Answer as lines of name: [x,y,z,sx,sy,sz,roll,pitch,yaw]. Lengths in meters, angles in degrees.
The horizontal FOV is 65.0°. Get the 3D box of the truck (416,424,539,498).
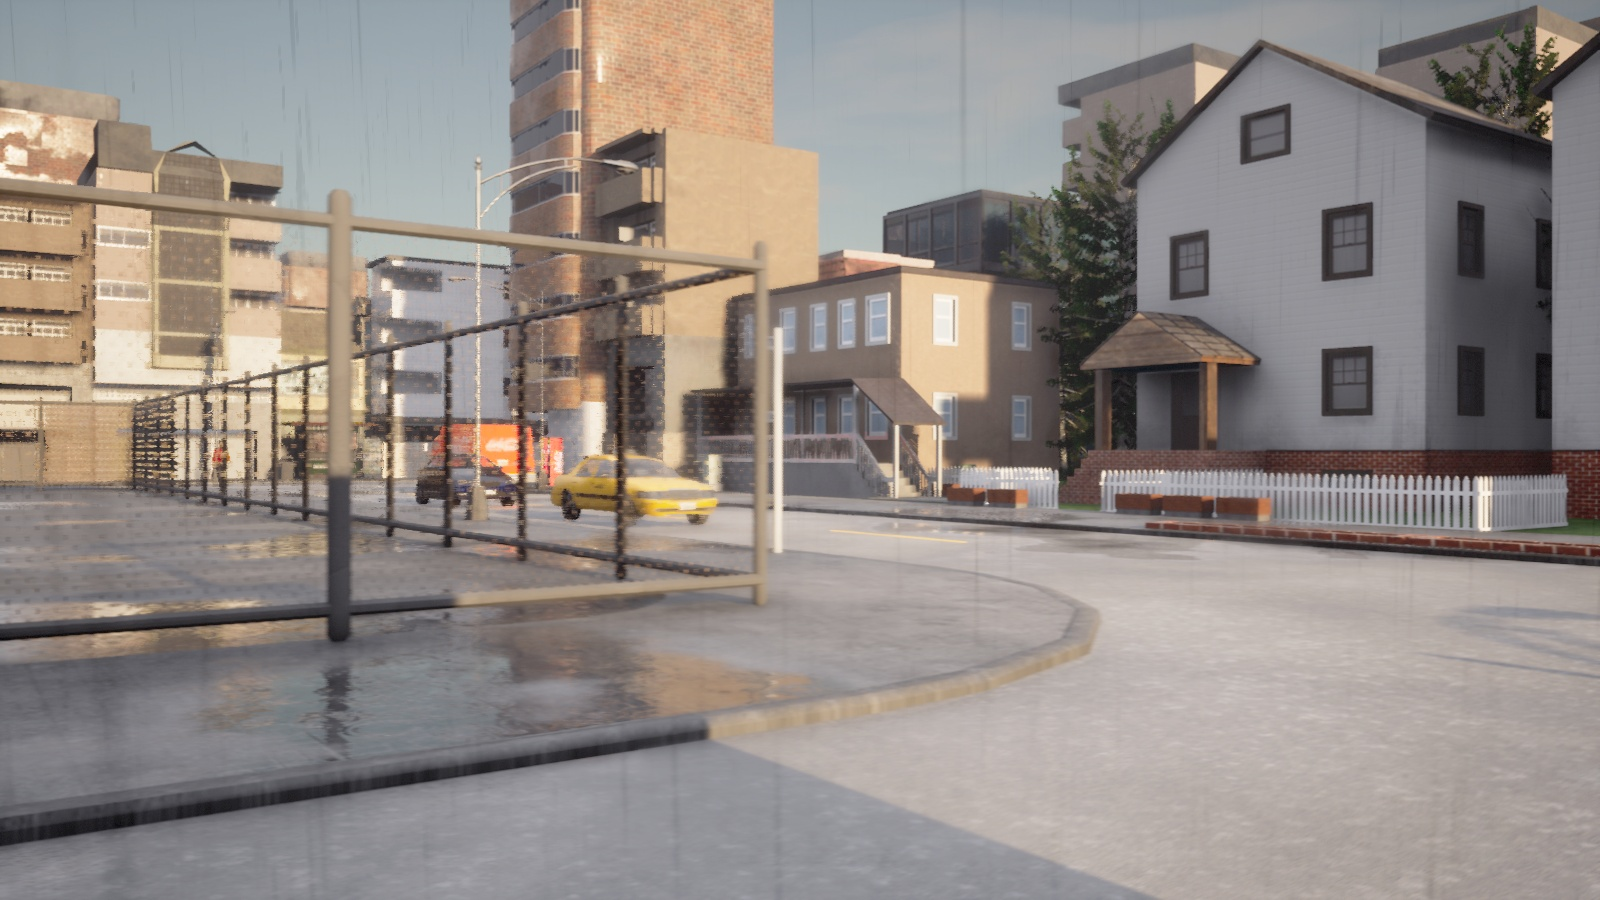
truck: [-11.644,0.384,45.068,2.627,2.467,5.204,0,0,-35]

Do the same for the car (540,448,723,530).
car: [-3.727,0.753,26.799,1.801,1.575,5.366,0,0,-32]

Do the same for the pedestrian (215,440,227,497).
pedestrian: [-18.776,0.591,40.726,0.331,1.846,0.636,0,0,-21]

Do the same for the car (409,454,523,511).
car: [-9.300,0.859,34.751,1.816,1.474,4.193,0,0,-33]
